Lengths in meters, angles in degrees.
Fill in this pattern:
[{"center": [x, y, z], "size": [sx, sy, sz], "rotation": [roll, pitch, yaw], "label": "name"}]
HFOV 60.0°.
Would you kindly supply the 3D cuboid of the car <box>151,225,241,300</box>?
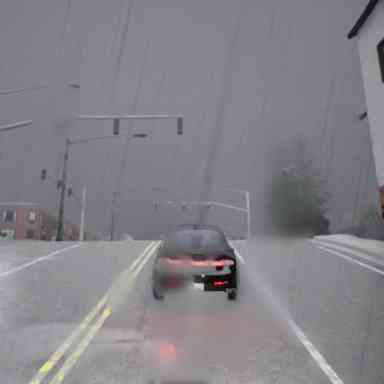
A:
[{"center": [0.092, 1.590, 8.640], "size": [2.128, 1.511, 4.902], "rotation": [0, -1, 0], "label": "car"}]
